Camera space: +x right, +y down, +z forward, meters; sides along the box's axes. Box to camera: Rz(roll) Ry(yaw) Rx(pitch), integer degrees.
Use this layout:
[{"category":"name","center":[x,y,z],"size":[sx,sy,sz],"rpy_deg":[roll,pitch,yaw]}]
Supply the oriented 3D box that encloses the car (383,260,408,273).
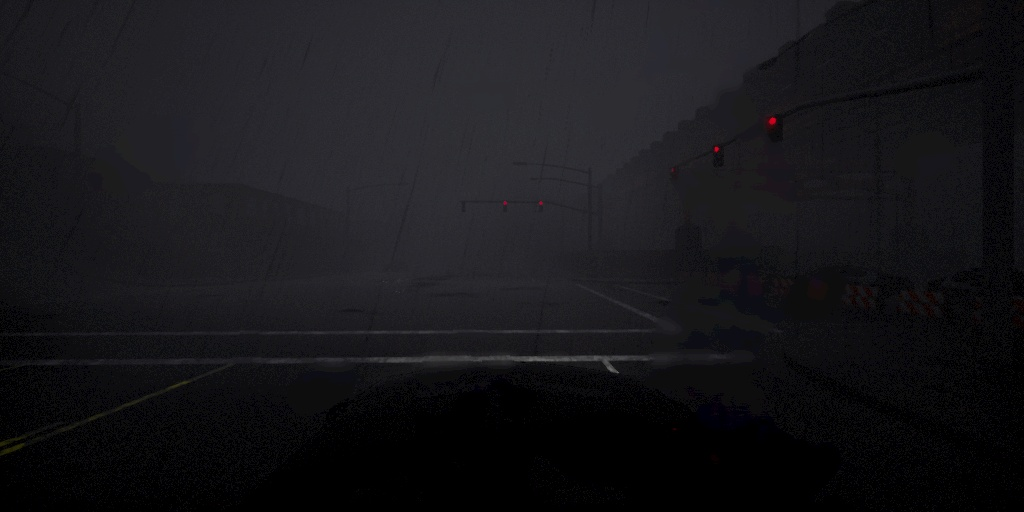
[{"category":"car","center":[-14.003,1.316,43.446],"size":[1.837,1.490,4.892],"rpy_deg":[0,1,0]}]
